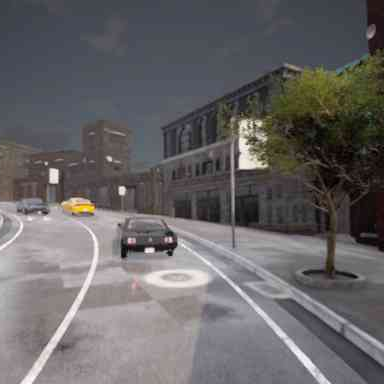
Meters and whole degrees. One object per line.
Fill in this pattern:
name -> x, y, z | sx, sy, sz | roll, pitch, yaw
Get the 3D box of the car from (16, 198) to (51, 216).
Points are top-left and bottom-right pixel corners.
car -> -13.822, 1.212, 28.778 | 2.033, 1.411, 5.357 | 3, 0, -38

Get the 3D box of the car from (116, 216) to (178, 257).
car -> -1.933, 1.590, 12.942 | 1.895, 1.301, 4.718 | 1, 0, -15

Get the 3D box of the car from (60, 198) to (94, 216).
car -> -10.503, 1.289, 30.290 | 1.882, 1.535, 5.008 | 3, -1, -36
